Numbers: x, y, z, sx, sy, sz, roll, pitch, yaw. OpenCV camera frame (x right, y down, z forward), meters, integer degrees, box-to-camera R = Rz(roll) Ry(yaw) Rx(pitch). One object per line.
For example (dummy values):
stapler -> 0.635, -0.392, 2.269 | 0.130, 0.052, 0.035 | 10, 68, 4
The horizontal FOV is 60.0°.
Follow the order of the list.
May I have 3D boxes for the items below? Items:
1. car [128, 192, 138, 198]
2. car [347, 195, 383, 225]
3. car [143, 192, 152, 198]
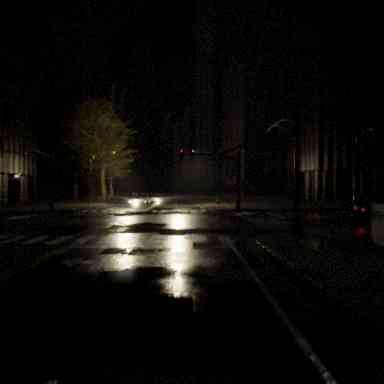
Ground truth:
car -> -13.617, 0.671, 76.773 | 2.128, 1.511, 4.902 | 0, 0, -9
car -> 12.110, 1.037, 20.374 | 4.553, 1.767, 2.097 | -1, 0, 0
car -> -10.405, 0.668, 77.267 | 2.128, 1.511, 4.902 | 0, 0, -9
